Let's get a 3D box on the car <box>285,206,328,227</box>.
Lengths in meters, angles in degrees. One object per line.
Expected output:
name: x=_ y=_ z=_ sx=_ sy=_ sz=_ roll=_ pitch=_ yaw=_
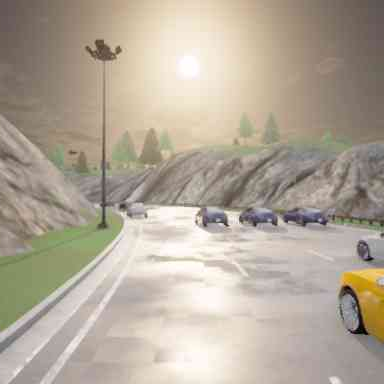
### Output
car: x=8.495 y=1.799 z=25.262 sx=1.812 sy=1.442 sz=4.674 roll=0 pitch=-1 yaw=-9

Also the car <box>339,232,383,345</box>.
car: x=3.513 y=1.519 z=3.825 sx=1.882 sy=1.535 sz=5.008 roll=0 pitch=0 yaw=-1

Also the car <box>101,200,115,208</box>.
car: x=-16.108 y=2.227 z=63.740 sx=1.812 sy=1.442 sz=4.674 roll=0 pitch=-1 yaw=-31

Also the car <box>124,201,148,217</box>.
car: x=-5.889 y=1.920 z=35.810 sx=1.812 sy=1.442 sz=4.674 roll=0 pitch=-1 yaw=-16

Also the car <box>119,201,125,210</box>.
car: x=-9.844 y=2.051 z=50.944 sx=2.128 sy=1.511 sz=4.902 roll=0 pitch=-1 yaw=-25

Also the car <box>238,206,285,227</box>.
car: x=4.956 y=1.799 z=25.210 sx=1.812 sy=1.442 sz=4.674 roll=0 pitch=-1 yaw=-10

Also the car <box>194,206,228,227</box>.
car: x=1.410 y=1.800 z=25.163 sx=1.812 sy=1.442 sz=4.674 roll=0 pitch=-1 yaw=-10
